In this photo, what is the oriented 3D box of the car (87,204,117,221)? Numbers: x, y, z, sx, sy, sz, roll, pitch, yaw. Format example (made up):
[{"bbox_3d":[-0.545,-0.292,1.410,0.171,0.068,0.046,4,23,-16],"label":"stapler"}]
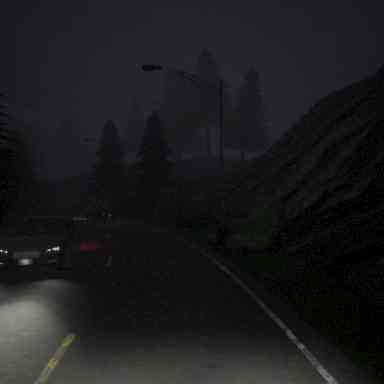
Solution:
[{"bbox_3d":[-8.284,1.845,30.308,1.812,1.442,4.674,1,-1,-33],"label":"car"}]

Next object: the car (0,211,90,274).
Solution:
[{"bbox_3d":[-4.917,1.623,11.259,2.128,1.511,4.902,0,-1,-11],"label":"car"}]
